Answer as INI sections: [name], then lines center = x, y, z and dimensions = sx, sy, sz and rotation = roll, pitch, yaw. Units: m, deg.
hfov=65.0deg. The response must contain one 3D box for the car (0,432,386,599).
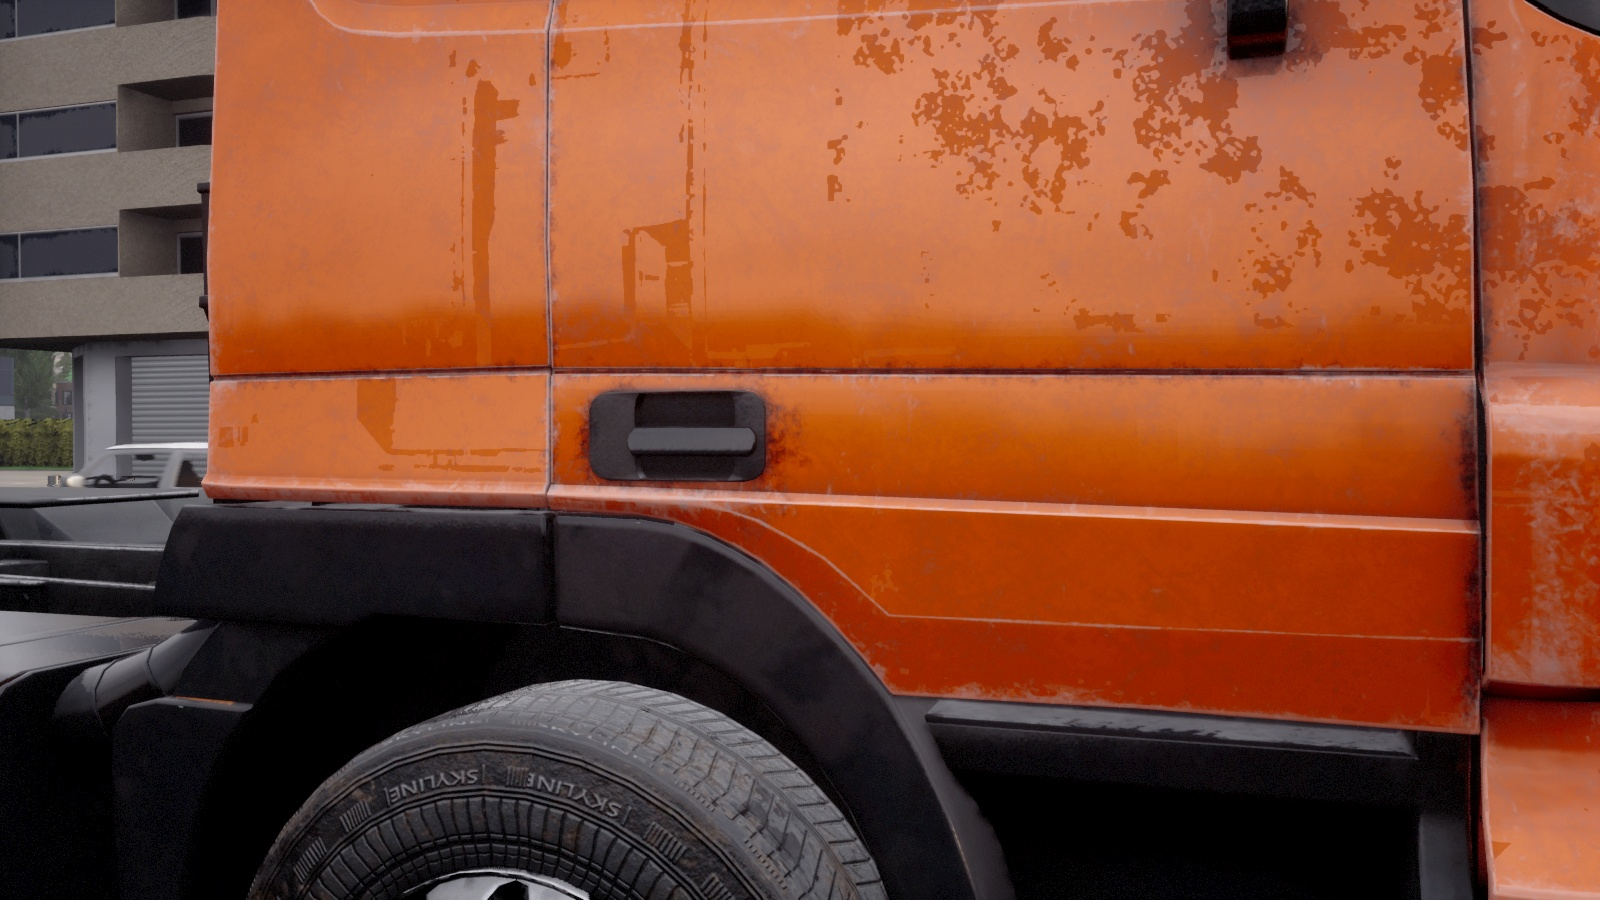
[car]
center = -6.423, 0.564, 12.741
dimensions = 3.806, 1.475, 1.970
rotation = 1, 1, 19

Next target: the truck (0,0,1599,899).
[truck]
center = -2.190, -0.226, 3.922
dimensions = 7.936, 3.462, 2.891
rotation = 1, 1, 19
